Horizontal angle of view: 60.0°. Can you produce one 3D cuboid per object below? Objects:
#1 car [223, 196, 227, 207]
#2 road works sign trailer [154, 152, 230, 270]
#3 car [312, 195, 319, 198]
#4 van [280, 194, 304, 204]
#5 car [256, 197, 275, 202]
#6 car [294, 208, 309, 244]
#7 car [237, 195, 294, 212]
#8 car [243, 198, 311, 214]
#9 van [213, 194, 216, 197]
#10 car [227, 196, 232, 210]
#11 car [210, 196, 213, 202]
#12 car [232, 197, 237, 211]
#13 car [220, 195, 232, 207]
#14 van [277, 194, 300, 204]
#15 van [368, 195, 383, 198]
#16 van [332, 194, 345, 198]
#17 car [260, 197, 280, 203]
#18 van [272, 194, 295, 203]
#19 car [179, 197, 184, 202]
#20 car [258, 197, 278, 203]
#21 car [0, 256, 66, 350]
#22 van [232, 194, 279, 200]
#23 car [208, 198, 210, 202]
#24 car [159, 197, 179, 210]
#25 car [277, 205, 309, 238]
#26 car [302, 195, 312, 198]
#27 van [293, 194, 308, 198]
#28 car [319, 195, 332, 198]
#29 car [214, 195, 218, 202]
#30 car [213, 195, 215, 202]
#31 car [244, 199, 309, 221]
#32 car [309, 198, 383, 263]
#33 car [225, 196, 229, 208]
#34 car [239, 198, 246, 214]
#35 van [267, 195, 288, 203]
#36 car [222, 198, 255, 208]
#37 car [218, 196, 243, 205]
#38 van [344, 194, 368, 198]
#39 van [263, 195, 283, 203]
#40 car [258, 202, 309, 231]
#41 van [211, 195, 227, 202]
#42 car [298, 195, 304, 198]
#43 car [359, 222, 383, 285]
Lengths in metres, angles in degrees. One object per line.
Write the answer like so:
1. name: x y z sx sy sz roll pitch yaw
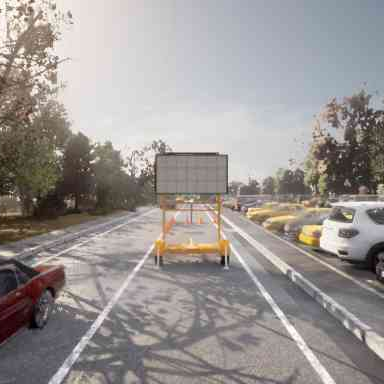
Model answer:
1. car: 7.109 1.645 46.295 4.792 1.488 2.163 0 0 0
2. road works sign trailer: -0.016 0.480 11.138 2.380 3.560 2.880 0 0 -1
3. car: 20.189 1.356 46.099 5.566 2.045 2.435 0 0 0
4. van: 20.515 1.500 68.385 4.442 1.987 1.878 0 0 0
5. car: 20.596 2.155 93.291 5.008 1.535 2.097 0 -1 0
6. car: 7.054 1.568 12.992 5.366 1.575 1.946 0 0 0
7. car: 7.057 1.418 32.418 4.553 1.767 2.185 0 0 0
8. car: 7.166 1.530 26.869 5.366 1.575 1.946 0 0 0
9. van: 7.225 1.523 71.282 4.442 1.987 1.878 0 0 0
10. car: 7.064 1.616 40.743 4.792 1.488 2.163 0 0 0
11. car: 7.392 1.513 74.057 5.566 2.045 2.435 0 0 0
12. car: 7.078 1.586 35.190 4.792 1.488 2.163 0 0 0
13. car: 6.976 1.628 49.073 5.366 1.575 1.946 0 0 0
14. van: 20.536 1.515 71.030 4.442 1.987 1.878 0 0 0
15. van: 19.996 1.310 32.235 4.442 1.987 1.878 0 0 0
16. van: 20.055 1.352 40.561 4.442 1.987 1.878 0 0 0
17. car: 20.549 2.035 87.627 4.892 1.521 2.231 0 -1 0
18. van: 20.327 1.530 73.935 4.442 1.987 1.878 0 -1 0
19. car: -2.911 1.891 78.944 1.882 1.535 5.008 0 -1 0
20. car: 20.572 2.093 90.396 5.008 1.535 2.097 0 -1 0
21. car: -3.349 1.607 4.176 1.895 1.301 4.718 0 0 0
22. van: 7.187 1.345 37.968 4.442 1.987 1.878 0 0 0
23. car: 7.505 2.105 90.689 5.008 1.535 2.097 0 -1 0
24. car: -3.230 1.679 44.881 1.994 1.385 4.181 0 0 0
25. car: 6.897 1.563 15.769 4.892 1.521 2.231 0 0 0
26. car: 20.257 1.637 51.639 5.008 1.535 2.097 0 0 0
27. van: 20.425 1.441 57.305 4.442 1.987 1.878 0 0 0
28. car: 20.166 1.341 43.329 5.566 2.045 2.435 0 0 0
29. car: 7.043 1.672 57.401 5.366 1.575 1.946 0 0 0
30. car: 7.291 1.719 65.728 5.008 1.535 2.097 0 0 0
31. car: 6.774 1.533 24.220 5.366 1.575 1.946 0 0 0
32. car: 6.874 1.329 10.216 5.566 2.045 2.435 0 0 0
33. car: 7.087 1.630 43.519 4.792 1.488 2.163 0 0 0
34. car: 6.997 1.536 29.638 4.892 1.521 2.231 0 0 0
35. van: 20.370 1.630 79.325 4.442 1.987 1.878 0 -1 0
36. car: 7.190 1.646 51.847 4.892 1.521 2.231 0 0 0
37. car: 7.242 1.579 62.952 4.553 1.767 2.185 0 0 0
38. van: 20.266 1.337 37.788 4.442 1.987 1.878 0 0 0
39. van: 20.649 1.749 84.861 4.442 1.987 1.878 0 -1 0
40. car: 6.728 1.550 18.547 5.366 1.575 1.946 0 0 0
41. van: 7.638 1.939 93.469 4.442 1.987 1.878 0 -1 0
42. car: 20.288 1.692 54.534 4.674 1.452 2.002 0 0 0
43. car: 6.828 1.590 7.441 5.008 1.535 2.097 0 0 0
